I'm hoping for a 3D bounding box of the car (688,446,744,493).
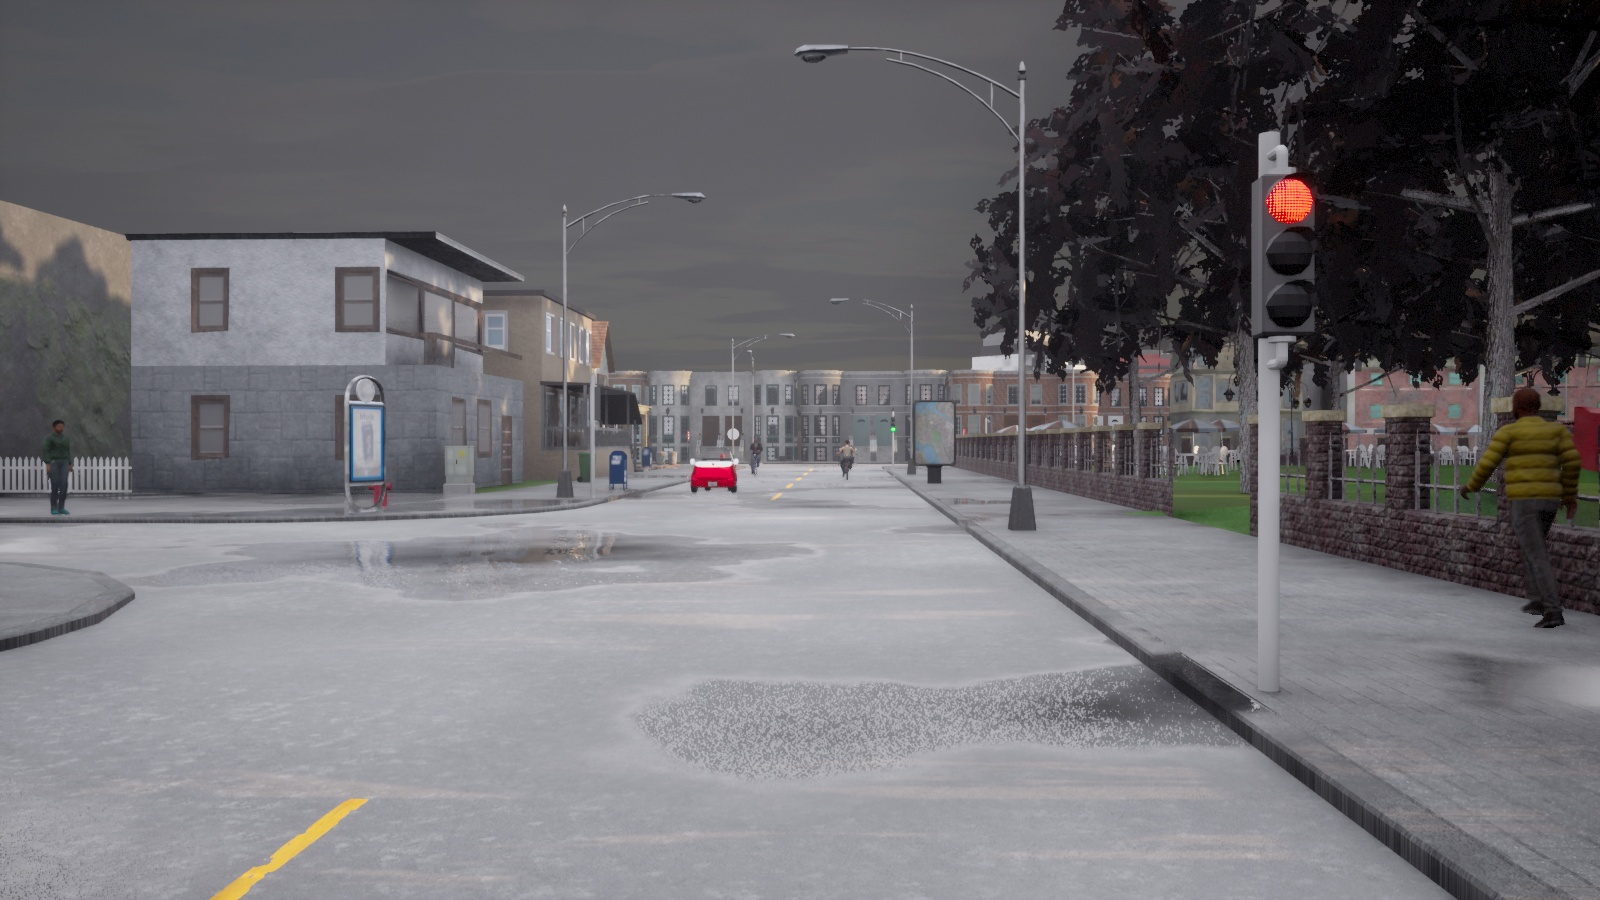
[{"bbox_3d":[-2.562,0.582,38.474,1.481,1.376,2.207,0,0,2],"label":"car"}]

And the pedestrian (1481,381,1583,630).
[{"bbox_3d":[5.592,0.406,9.620,0.370,1.835,0.726,0,0,2],"label":"pedestrian"}]

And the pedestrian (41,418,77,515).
[{"bbox_3d":[-14.293,0.308,24.213,0.614,1.847,0.353,0,0,32],"label":"pedestrian"}]
